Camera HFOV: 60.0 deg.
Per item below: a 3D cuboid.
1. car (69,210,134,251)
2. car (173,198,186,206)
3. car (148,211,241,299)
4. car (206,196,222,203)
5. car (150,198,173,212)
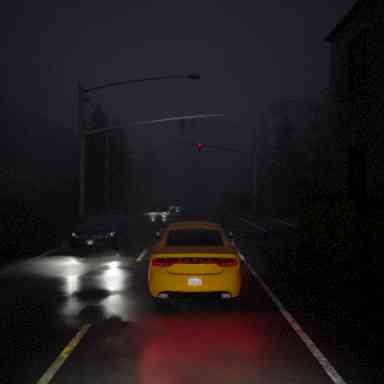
[{"bbox_3d":[-3.628,1.525,14.163,1.812,1.442,4.674,0,0,0],"label":"car"},{"bbox_3d":[-2.482,1.600,53.843,1.895,1.301,4.718,0,0,15],"label":"car"},{"bbox_3d":[0.061,1.478,8.508,1.882,1.535,5.008,0,0,0],"label":"car"},{"bbox_3d":[4.714,1.526,67.964,1.812,1.442,4.674,0,0,41],"label":"car"},{"bbox_3d":[-3.619,1.547,38.138,2.033,1.411,5.357,0,0,1],"label":"car"}]
